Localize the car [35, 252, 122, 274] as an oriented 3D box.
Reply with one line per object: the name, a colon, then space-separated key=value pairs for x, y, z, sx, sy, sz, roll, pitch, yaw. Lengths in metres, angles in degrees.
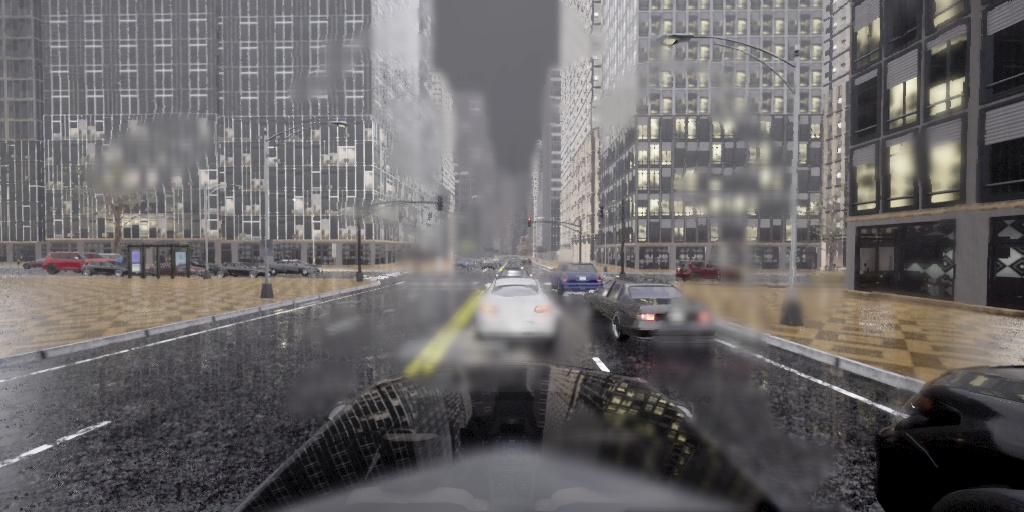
car: x=-40.008 y=0.628 z=33.375 sx=5.566 sy=2.045 sz=2.150 roll=1 pitch=1 yaw=1

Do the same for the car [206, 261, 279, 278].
car: x=-22.703 y=1.174 z=30.294 sx=4.313 sy=1.339 sz=1.948 roll=0 pitch=0 yaw=1

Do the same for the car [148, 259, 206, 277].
car: x=-28.387 y=1.138 z=30.432 sx=4.207 sy=1.307 sz=1.802 roll=0 pitch=0 yaw=1

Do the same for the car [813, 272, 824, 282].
car: x=27.670 y=1.579 z=29.518 sx=4.829 sy=1.417 sz=1.751 roll=0 pitch=0 yaw=1

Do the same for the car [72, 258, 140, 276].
car: x=-34.067 y=1.069 z=30.611 sx=4.313 sy=1.339 sz=1.948 roll=0 pitch=0 yaw=1

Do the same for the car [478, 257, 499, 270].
car: x=-3.292 y=1.262 z=51.245 sx=2.033 sy=1.411 sz=5.357 roll=0 pitch=0 yaw=0

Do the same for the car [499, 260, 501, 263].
car: x=-3.267 y=1.304 z=61.006 sx=1.895 sy=1.301 sz=4.718 roll=0 pitch=0 yaw=0

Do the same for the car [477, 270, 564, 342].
car: x=0.107 y=1.272 z=9.662 sx=1.812 sy=1.442 sz=4.674 roll=0 pitch=0 yaw=0

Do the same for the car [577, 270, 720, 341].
car: x=3.360 y=1.293 z=9.800 sx=2.033 sy=1.411 sz=5.357 roll=0 pitch=0 yaw=0

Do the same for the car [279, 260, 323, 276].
car: x=-19.997 y=1.080 z=32.944 sx=4.902 sy=1.511 sz=2.128 roll=1 pitch=1 yaw=1

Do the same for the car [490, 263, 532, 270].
car: x=0.116 y=1.288 z=18.906 sx=2.033 sy=1.411 sz=5.357 roll=0 pitch=0 yaw=0

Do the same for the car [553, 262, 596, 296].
car: x=3.367 y=1.093 z=19.185 sx=2.097 sy=1.767 sz=4.553 roll=0 pitch=0 yaw=0

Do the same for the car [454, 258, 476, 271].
car: x=-6.576 y=1.068 z=49.264 sx=2.097 sy=1.767 sz=4.553 roll=0 pitch=0 yaw=1

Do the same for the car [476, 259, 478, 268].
car: x=-6.529 y=1.211 z=58.361 sx=1.837 sy=1.490 sz=4.892 roll=0 pitch=0 yaw=0

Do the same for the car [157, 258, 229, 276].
car: x=-29.408 y=0.981 z=33.145 sx=5.008 sy=1.535 sz=1.882 roll=1 pitch=1 yaw=1

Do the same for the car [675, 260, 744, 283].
car: x=16.222 y=1.269 z=29.727 sx=5.009 sy=1.841 sz=2.192 roll=0 pitch=0 yaw=1

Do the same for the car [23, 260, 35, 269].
car: x=-50.932 y=0.793 z=39.405 sx=4.207 sy=1.307 sz=1.802 roll=0 pitch=0 yaw=1
